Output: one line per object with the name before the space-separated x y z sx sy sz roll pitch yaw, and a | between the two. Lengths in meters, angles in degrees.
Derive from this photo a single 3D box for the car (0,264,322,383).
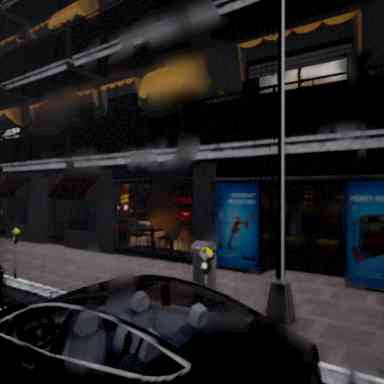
car | -0.886 1.592 3.495 4.313 1.339 1.947 -1 0 36
